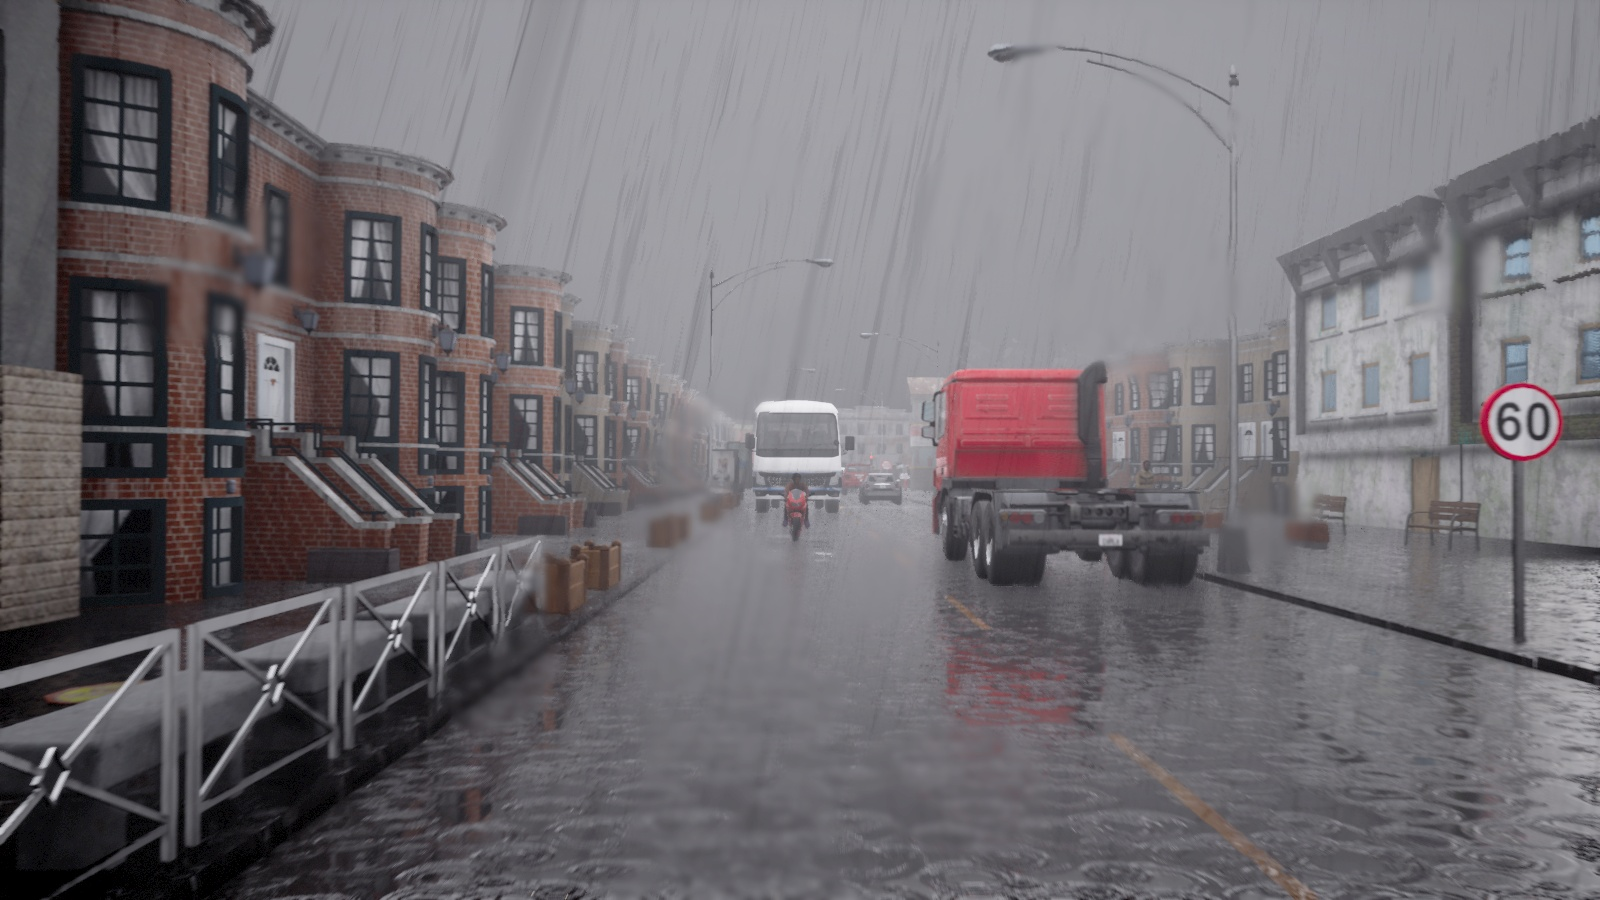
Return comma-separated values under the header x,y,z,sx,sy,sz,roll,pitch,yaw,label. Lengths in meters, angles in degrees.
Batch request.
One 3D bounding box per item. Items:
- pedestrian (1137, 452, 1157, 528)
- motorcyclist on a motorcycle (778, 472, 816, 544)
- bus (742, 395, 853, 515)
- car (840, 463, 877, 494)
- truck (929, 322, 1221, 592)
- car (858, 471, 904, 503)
x,y,z,sx,sy,sz,roll,pitch,yaw,label
8.960,1.032,32.451,0.396,1.930,0.692,0,-1,7,pedestrian
-0.070,1.263,27.819,0.797,1.523,2.044,0,-1,0,motorcyclist on a motorcycle
-0.096,0.273,49.853,3.944,4.253,10.273,0,-1,0,bus
3.880,1.923,84.215,2.150,2.045,5.566,0,-2,0,car
3.944,0.154,20.109,2.891,3.462,7.936,0,-1,0,truck
3.900,1.788,61.130,1.970,1.475,3.806,0,-1,0,car
